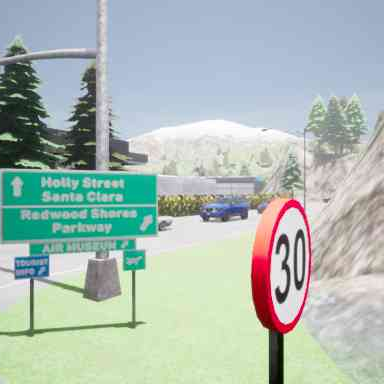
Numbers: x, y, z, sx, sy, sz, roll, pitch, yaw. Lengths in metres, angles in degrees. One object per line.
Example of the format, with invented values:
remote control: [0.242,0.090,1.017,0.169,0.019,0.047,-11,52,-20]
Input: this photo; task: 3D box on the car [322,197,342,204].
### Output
car: [30.068,1.717,71.564,2.128,1.511,4.902,0,0,-18]

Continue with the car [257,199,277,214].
car: [9.003,1.544,37.064,2.097,1.767,4.553,0,0,36]

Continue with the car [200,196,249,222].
car: [2.940,1.413,28.696,2.150,2.045,5.566,0,0,36]

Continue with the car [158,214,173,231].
car: [-3.311,1.792,20.057,1.895,1.301,4.718,0,0,36]
